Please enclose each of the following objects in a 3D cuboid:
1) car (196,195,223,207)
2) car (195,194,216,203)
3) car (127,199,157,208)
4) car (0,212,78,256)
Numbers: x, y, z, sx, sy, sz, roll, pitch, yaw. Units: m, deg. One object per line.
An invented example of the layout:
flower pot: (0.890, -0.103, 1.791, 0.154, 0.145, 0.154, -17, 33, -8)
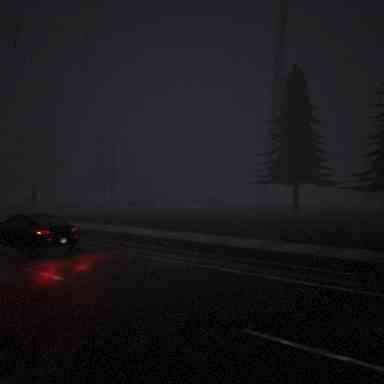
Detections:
car: (3.214, 1.646, 53.380, 1.812, 1.442, 4.674, 0, 0, 38)
car: (2.819, 1.343, 64.247, 2.150, 2.045, 5.566, 0, 0, 38)
car: (-7.597, 1.670, 50.839, 1.895, 1.301, 4.718, 0, 0, 38)
car: (-6.369, 1.526, 13.153, 4.674, 1.442, 1.812, 0, 0, 37)
